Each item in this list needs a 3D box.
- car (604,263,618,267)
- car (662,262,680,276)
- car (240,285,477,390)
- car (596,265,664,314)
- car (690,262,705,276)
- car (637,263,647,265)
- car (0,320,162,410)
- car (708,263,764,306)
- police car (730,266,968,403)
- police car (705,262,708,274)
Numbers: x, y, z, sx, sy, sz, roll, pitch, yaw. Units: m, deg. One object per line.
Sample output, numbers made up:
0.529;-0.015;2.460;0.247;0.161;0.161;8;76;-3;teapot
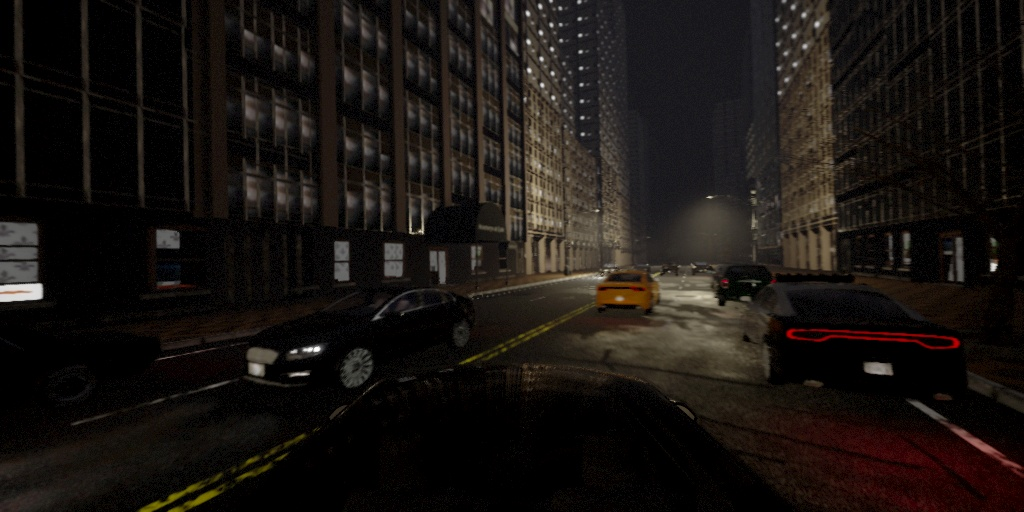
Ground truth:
12.114;1.643;44.113;2.128;1.511;4.902;-2;-1;27;car
18.445;1.489;41.838;1.837;1.490;4.892;-2;-1;26;car
-2.593;1.379;7.363;2.128;1.511;4.902;-2;-1;26;car
4.755;1.317;14.374;1.882;1.535;5.008;-2;-1;26;car
21.318;1.397;40.486;2.128;1.511;4.902;-2;-1;27;car
16.869;1.639;46.354;2.033;1.411;5.357;-2;-1;27;car
-7.731;1.552;4.333;1.895;1.301;4.718;-2;-1;26;car
9.856;1.100;15.372;2.097;1.767;4.553;-2;-1;26;car
5.458;1.132;6.545;1.930;1.638;5.238;-2;-1;26;police car
12.596;1.202;20.865;1.930;1.638;5.238;-2;-1;26;police car
